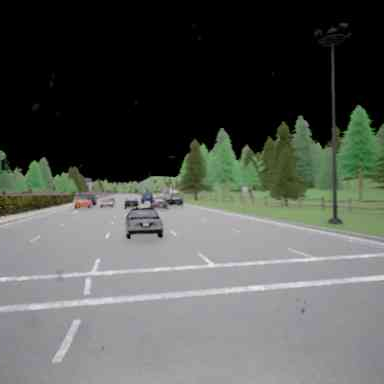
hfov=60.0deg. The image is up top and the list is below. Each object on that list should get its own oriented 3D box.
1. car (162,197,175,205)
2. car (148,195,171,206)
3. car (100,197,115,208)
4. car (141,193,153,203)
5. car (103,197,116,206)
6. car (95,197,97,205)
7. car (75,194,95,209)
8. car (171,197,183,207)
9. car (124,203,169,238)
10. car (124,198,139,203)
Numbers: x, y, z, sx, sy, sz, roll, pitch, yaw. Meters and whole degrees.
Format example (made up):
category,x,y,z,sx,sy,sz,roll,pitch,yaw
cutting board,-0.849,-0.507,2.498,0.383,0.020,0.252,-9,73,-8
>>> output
category,x,y,z,sx,sy,sz,roll,pitch,yaw
car,-4.389,1.595,61.203,1.895,1.301,4.718,-1,0,-11
car,-4.315,1.539,43.765,1.812,1.442,4.674,-1,0,-11
car,-13.104,1.736,51.391,1.895,1.301,4.718,-1,0,-11
car,-8.914,1.266,66.406,2.150,2.045,5.566,-1,-1,-12
car,-14.954,1.644,60.466,2.128,1.511,4.902,-1,0,-11
car,-18.330,1.425,59.487,2.150,2.045,5.566,-1,0,-11
car,-16.326,1.536,50.139,2.097,1.767,4.553,-1,0,-11
car,-2.601,1.456,52.398,1.882,1.535,5.008,-1,0,-11
car,-2.635,1.566,17.886,2.033,1.411,5.357,-1,0,-11
car,-8.662,1.551,47.578,1.882,1.535,5.008,-1,0,-11
